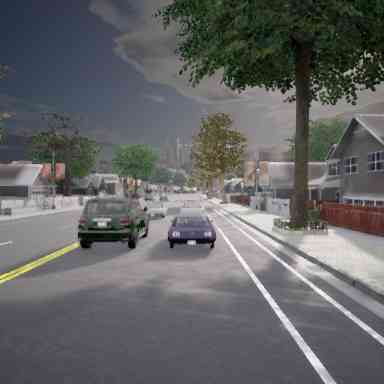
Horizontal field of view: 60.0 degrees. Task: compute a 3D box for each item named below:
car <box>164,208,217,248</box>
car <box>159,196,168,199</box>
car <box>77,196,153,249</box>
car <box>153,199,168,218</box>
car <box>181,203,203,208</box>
[{"bbox_3d":[0.000,1.612,14.681,1.895,1.301,4.718,0,0,0],"label":"car"},{"bbox_3d":[-6.499,1.520,76.740,2.033,1.411,5.357,0,0,0],"label":"car"},{"bbox_3d":[-3.250,1.254,14.680,2.150,2.045,5.566,0,0,0],"label":"car"},{"bbox_3d":[-3.249,1.611,29.681,1.895,1.301,4.718,0,0,0],"label":"car"},{"bbox_3d":[0.000,1.611,29.681,1.895,1.301,4.718,0,0,0],"label":"car"}]
